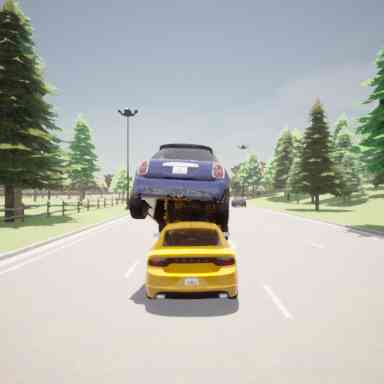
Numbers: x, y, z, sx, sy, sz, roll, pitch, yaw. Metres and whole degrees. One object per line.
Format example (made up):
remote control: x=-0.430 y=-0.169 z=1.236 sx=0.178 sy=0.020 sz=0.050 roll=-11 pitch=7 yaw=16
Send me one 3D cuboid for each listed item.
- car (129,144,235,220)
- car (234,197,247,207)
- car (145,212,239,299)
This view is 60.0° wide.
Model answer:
car: x=-0.030 y=0.110 z=8.846 sx=2.097 sy=1.767 sz=4.553 roll=3 pitch=-14 yaw=7
car: x=6.993 y=1.491 z=49.919 sx=2.128 sy=1.511 sz=4.902 roll=0 pitch=0 yaw=0
car: x=-0.005 y=1.491 z=8.474 sx=1.882 sy=1.535 sz=5.008 roll=-1 pitch=0 yaw=0
